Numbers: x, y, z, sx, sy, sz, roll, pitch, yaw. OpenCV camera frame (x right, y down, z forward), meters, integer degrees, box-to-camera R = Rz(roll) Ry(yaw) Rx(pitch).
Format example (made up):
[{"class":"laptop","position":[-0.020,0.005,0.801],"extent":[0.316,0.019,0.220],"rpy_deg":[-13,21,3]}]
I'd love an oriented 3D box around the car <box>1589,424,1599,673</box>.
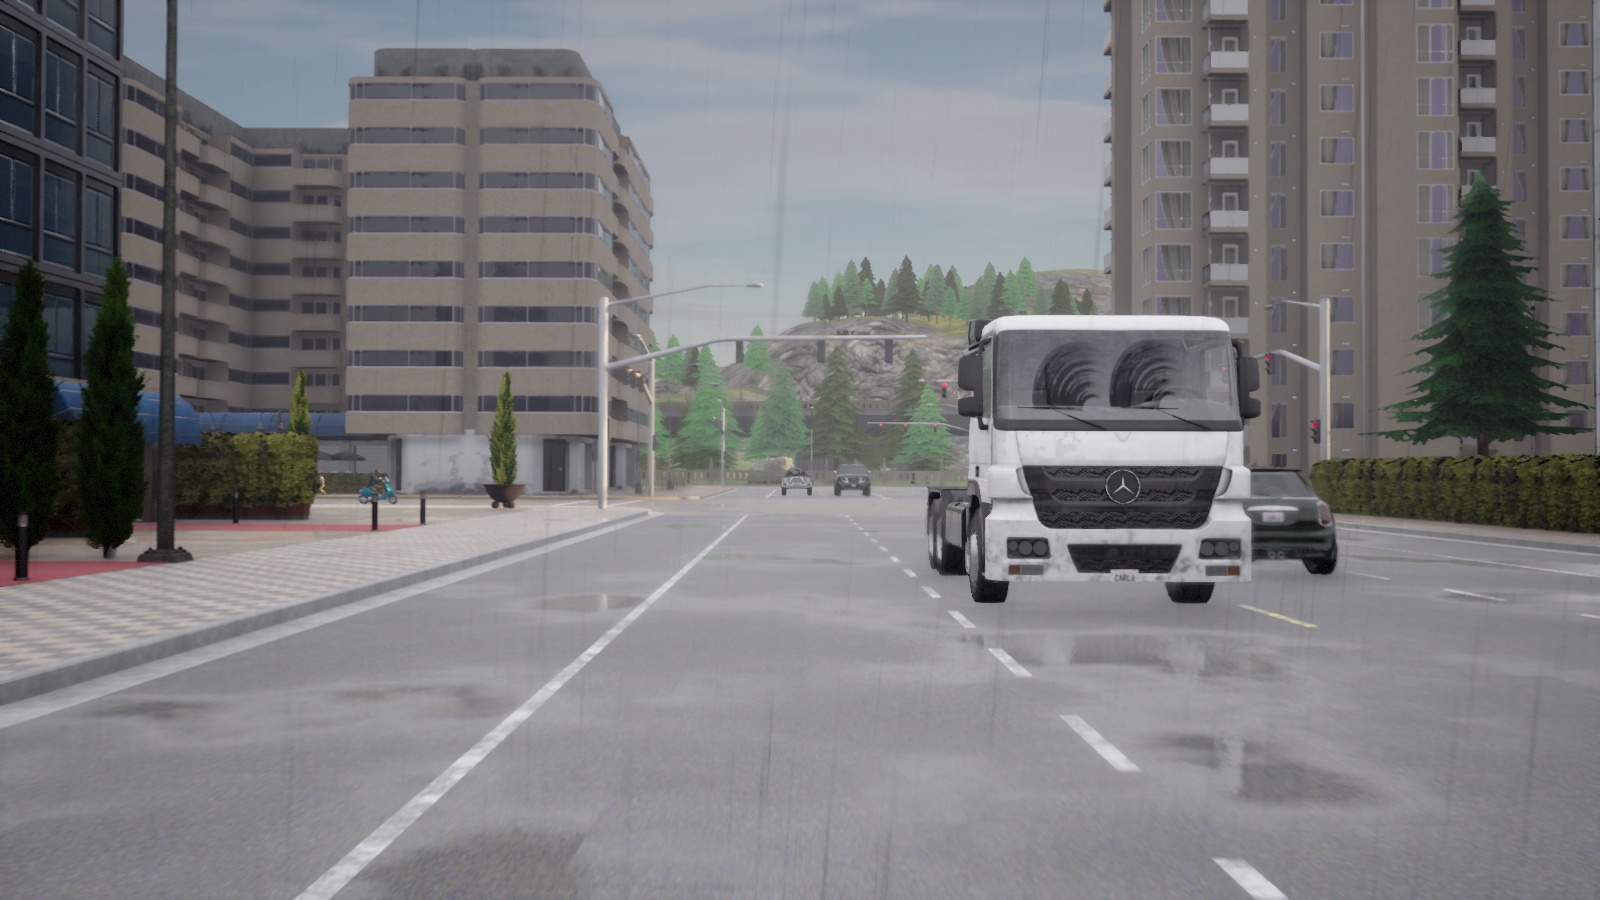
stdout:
[{"class":"car","position":[6.982,0.710,7.632],"extent":[1.905,1.878,3.866],"rpy_deg":[0,-1,0]}]

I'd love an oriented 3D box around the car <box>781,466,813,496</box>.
[{"class":"car","position":[-0.189,1.978,80.392],"extent":[1.932,1.855,4.605],"rpy_deg":[0,-1,0]}]

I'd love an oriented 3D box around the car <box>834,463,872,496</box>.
[{"class":"car","position":[3.312,1.860,79.907],"extent":[2.150,2.045,5.566],"rpy_deg":[0,-1,0]}]

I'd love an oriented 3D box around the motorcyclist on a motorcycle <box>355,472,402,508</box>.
[{"class":"motorcyclist on a motorcycle","position":[-18.870,1.784,56.193],"extent":[1.817,1.590,0.866],"rpy_deg":[0,-1,0]}]

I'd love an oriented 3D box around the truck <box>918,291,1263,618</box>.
[{"class":"truck","position":[3.460,0.109,17.321],"extent":[2.891,3.462,7.936],"rpy_deg":[0,-1,0]}]

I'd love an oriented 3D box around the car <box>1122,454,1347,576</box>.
[{"class":"car","position":[6.951,0.992,20.679],"extent":[2.097,1.767,4.553],"rpy_deg":[0,-1,0]}]
